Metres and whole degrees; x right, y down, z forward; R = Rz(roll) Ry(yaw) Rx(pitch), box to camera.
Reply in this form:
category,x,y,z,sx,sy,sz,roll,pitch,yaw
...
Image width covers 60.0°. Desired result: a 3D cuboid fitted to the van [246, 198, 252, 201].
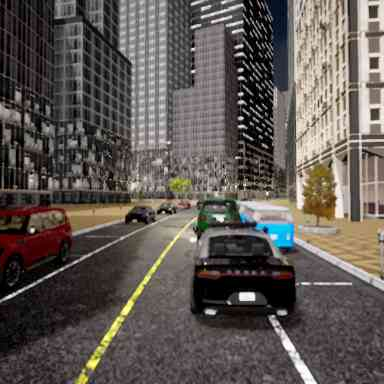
category,x,y,z,sx,sy,sz,roll,pitch,yaw
van,3.489,1.484,20.033,1.690,1.788,3.998,1,0,4

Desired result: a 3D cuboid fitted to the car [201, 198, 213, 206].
category,x,y,z,sx,sy,sz,roll,pitch,yaw
car,3.250,2.077,70.921,1.752,1.417,4.829,1,0,13

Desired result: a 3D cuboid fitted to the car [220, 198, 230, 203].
category,x,y,z,sx,sy,sz,roll,pitch,yaw
car,9.101,2.278,92.065,2.008,1.369,4.403,1,0,17

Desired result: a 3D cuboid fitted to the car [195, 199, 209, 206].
category,x,y,z,sx,sy,sz,roll,pitch,yaw
car,2.053,2.074,65.729,1.947,1.339,4.313,1,0,12

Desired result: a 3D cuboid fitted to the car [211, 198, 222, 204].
category,x,y,z,sx,sy,sz,roll,pitch,yaw
car,6.030,2.190,81.694,2.008,1.369,4.403,1,0,15

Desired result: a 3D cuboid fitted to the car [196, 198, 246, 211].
category,x,y,z,sx,sy,sz,roll,pitch,yaw
car,1.424,1.353,17.731,2.150,2.045,5.566,0,0,4

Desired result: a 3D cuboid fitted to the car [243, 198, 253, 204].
category,x,y,z,sx,sy,sz,roll,pitch,yaw
car,13.099,2.107,77.147,1.887,1.381,4.507,1,0,15

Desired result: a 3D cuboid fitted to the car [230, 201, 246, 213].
category,x,y,z,sx,sy,sz,roll,pitch,yaw
car,6.070,1.874,43.434,1.947,1.339,4.313,1,0,9

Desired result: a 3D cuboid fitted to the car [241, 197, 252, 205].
category,x,y,z,sx,sy,sz,roll,pitch,yaw
car,11.690,1.960,71.683,1.967,1.590,4.097,1,0,14

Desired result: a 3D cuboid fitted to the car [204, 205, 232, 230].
category,x,y,z,sx,sy,sz,roll,pitch,yaw
car,1.856,1.698,23.640,1.812,1.442,4.674,0,0,5

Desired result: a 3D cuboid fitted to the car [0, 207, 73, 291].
category,x,y,z,sx,sy,sz,roll,pitch,yaw
car,-5.102,1.389,9.495,2.192,1.841,5.009,1,0,2

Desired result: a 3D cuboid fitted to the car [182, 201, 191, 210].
category,x,y,z,sx,sy,sz,roll,pitch,yaw
car,-1.137,1.958,49.199,1.802,1.307,4.206,1,0,9

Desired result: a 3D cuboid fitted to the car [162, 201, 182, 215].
category,x,y,z,sx,sy,sz,roll,pitch,yaw
car,-2.782,1.857,37.973,1.947,1.339,4.313,1,0,7

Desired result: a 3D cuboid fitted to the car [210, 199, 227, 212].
category,x,y,z,sx,sy,sz,roll,pitch,yaw
car,3.667,1.808,45.388,1.882,1.535,5.008,0,0,10

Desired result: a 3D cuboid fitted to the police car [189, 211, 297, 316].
category,x,y,z,sx,sy,sz,roll,pitch,yaw
police car,0.960,1.483,7.890,1.930,1.638,5.238,0,0,2

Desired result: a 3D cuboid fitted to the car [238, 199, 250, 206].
category,x,y,z,sx,sy,sz,roll,pitch,yaw
car,10.366,2.043,66.151,1.947,1.339,4.313,1,0,13

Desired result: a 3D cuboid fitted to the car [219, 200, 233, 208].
category,x,y,z,sx,sy,sz,roll,pitch,yaw
car,6.046,2.036,59.131,1.895,1.301,4.718,0,0,12

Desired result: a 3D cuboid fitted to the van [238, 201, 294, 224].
category,x,y,z,sx,sy,sz,roll,pitch,yaw
van,3.128,1.443,14.182,1.690,1.788,3.998,1,0,3

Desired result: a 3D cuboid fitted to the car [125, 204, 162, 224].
category,x,y,z,sx,sy,sz,roll,pitch,yaw
car,-4.022,1.771,26.640,1.947,1.339,4.313,1,0,5

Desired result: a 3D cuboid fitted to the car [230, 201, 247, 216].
category,x,y,z,sx,sy,sz,roll,pitch,yaw
car,5.282,1.794,37.813,1.752,1.417,4.829,1,0,8
